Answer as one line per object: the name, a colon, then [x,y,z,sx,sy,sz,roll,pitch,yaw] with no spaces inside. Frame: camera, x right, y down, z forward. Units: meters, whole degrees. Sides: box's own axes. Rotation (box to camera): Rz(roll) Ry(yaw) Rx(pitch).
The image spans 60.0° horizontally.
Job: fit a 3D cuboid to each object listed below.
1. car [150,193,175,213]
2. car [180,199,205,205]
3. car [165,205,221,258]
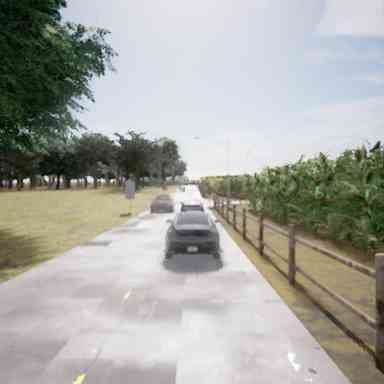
car: [-2.807,1.052,32.371,2.097,1.767,4.553,0,1,1]
car: [0.032,1.292,27.180,2.128,1.511,4.902,0,1,0]
car: [0.039,1.480,12.631,1.837,1.490,4.892,0,1,1]
